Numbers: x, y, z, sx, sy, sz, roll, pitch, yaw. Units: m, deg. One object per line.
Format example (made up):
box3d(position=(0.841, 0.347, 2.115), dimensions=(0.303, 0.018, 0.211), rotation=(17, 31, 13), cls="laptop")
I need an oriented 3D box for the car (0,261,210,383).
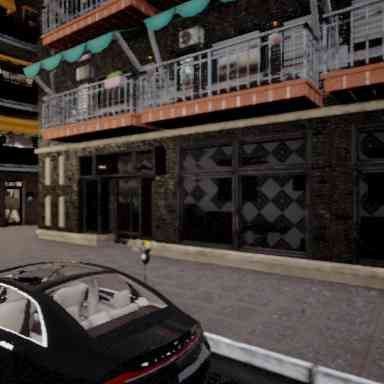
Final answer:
box3d(position=(-1.873, 1.551, 4.060), dimensions=(4.403, 1.369, 2.008), rotation=(0, 0, 36), cls="car")
